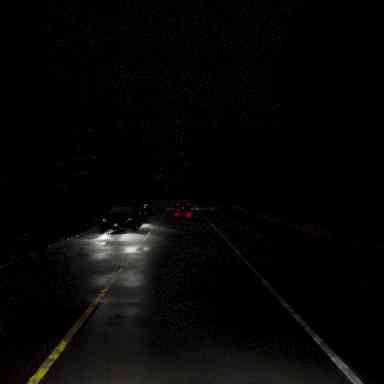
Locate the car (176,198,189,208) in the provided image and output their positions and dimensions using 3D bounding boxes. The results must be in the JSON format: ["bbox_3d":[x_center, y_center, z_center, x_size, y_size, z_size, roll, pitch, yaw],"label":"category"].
[{"bbox_3d":[-1.418,1.601,49.376,1.895,1.301,4.718,0,0,-2],"label":"car"}]

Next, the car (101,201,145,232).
[{"bbox_3d":[-4.202,1.525,20.372,1.812,1.442,4.674,0,0,-2],"label":"car"}]

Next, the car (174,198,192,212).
[{"bbox_3d":[-1.088,1.526,39.162,1.812,1.442,4.674,0,0,-2],"label":"car"}]

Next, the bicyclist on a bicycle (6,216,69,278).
[{"bbox_3d":[-4.066,1.455,8.734,1.656,1.620,0.582,-2,0,-2],"label":"bicyclist on a bicycle"}]

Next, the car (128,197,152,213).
[{"bbox_3d":[-4.308,1.073,26.765,2.097,1.767,4.553,0,0,-2],"label":"car"}]
